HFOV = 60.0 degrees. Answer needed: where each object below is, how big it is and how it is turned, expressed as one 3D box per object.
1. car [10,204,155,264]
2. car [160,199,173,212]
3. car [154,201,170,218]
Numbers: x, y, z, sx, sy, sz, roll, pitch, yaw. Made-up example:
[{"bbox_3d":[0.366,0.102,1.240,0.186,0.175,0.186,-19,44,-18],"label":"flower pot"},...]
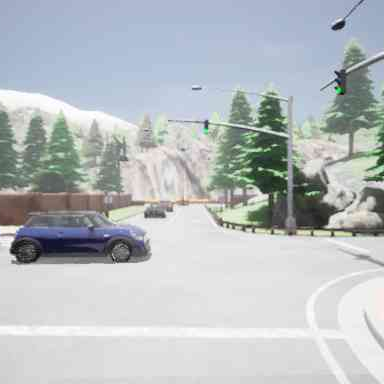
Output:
[{"bbox_3d":[-3.770,1.455,11.827,4.553,1.767,2.097,0,0,-2],"label":"car"},{"bbox_3d":[-3.611,1.759,44.177,2.097,1.767,4.553,0,-1,0],"label":"car"},{"bbox_3d":[-3.620,1.868,33.288,1.994,1.385,4.181,0,-1,0],"label":"car"}]
